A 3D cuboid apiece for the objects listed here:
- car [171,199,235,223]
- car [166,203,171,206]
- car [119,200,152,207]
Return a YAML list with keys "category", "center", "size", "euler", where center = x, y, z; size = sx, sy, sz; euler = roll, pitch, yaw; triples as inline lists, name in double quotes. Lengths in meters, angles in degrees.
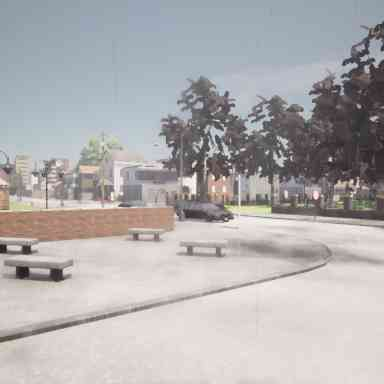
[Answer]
- category: "car"
  center: [0.900, 1.548, 25.689]
  size: [2.033, 1.411, 5.357]
  euler: [0, 0, -35]
- category: "car"
  center: [-1.066, 1.505, 35.662]
  size: [1.837, 1.490, 4.892]
  euler: [0, 0, -36]
- category: "car"
  center: [-6.113, 1.548, 35.578]
  size: [2.033, 1.411, 5.357]
  euler: [0, 0, -35]
